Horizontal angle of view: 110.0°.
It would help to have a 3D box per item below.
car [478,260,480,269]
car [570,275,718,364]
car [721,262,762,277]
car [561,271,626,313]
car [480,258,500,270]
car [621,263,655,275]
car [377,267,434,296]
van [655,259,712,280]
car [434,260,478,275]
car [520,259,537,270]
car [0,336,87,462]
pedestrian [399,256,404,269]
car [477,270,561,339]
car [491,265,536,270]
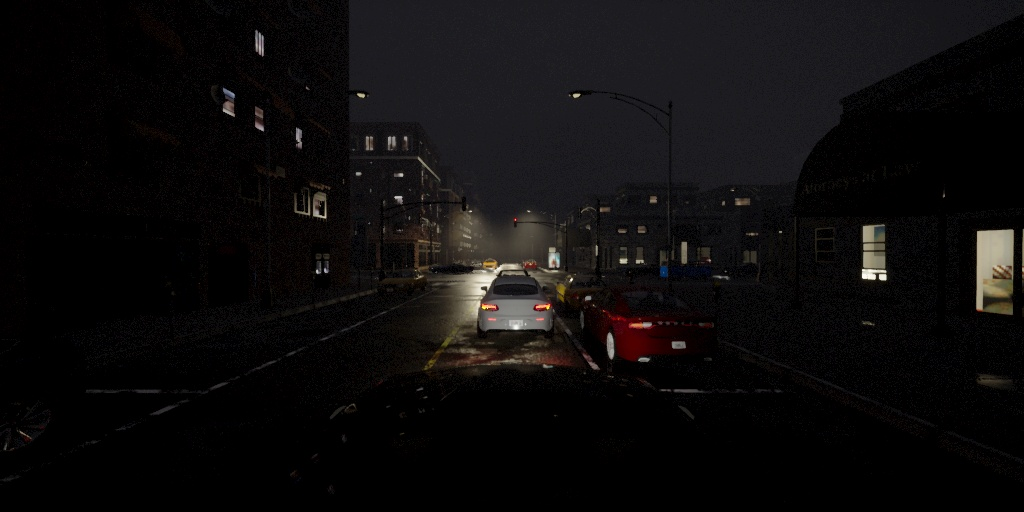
[{"bbox_3d":[-5.799,1.331,57.518,2.007,1.370,4.403,0,0,0],"label":"car"},{"bbox_3d":[2.678,1.295,7.985,1.888,1.381,4.507,0,0,0],"label":"car"},{"bbox_3d":[23.473,1.371,36.041,4.181,1.385,1.994,0,0,0],"label":"car"},{"bbox_3d":[2.667,1.276,13.852,1.751,1.417,4.829,0,0,0],"label":"car"},{"bbox_3d":[-3.184,1.252,52.605,1.882,1.535,5.008,0,0,0],"label":"car"},{"bbox_3d":[13.423,1.382,35.949,4.718,1.301,1.895,0,0,-1],"label":"car"},{"bbox_3d":[-5.725,1.278,19.197,1.751,1.417,4.829,0,0,0],"label":"car"},{"bbox_3d":[14.600,1.164,30.172,3.998,1.789,1.690,0,0,-1],"label":"van"},{"bbox_3d":[-6.275,1.322,38.066,1.895,1.301,4.718,1,1,39],"label":"car"},{"bbox_3d":[2.593,1.213,51.850,1.967,1.591,4.097,0,0,0],"label":"car"},{"bbox_3d":[-5.692,1.316,2.277,1.948,1.339,4.313,0,0,0],"label":"car"},{"bbox_3d":[-12.707,0.831,41.234,0.375,1.860,0.375,0,0,-1],"label":"pedestrian"},{"bbox_3d":[0.084,1.276,9.999,1.812,1.442,4.674,0,0,0],"label":"car"},{"bbox_3d":[0.076,1.353,19.110,1.895,1.301,4.718,0,0,0],"label":"car"}]
